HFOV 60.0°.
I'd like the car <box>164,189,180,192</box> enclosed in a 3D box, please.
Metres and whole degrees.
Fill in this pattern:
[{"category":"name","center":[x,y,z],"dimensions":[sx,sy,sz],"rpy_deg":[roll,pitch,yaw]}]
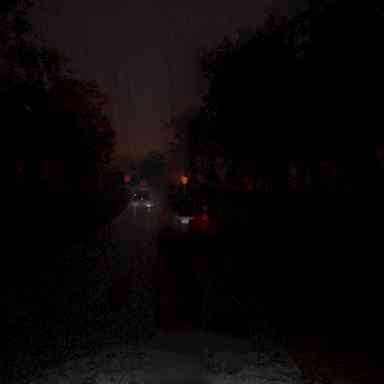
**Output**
[{"category":"car","center":[-1.948,0.419,32.399],"dimensions":[1.882,1.535,5.008],"rpy_deg":[0,3,-7]}]

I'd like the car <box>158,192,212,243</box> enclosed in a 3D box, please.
[{"category":"car","center":[-0.373,1.069,14.650],"dimensions":[2.097,1.767,4.553],"rpy_deg":[0,2,-3]}]

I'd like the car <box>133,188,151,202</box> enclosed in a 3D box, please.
[{"category":"car","center":[-5.432,0.271,36.402],"dimensions":[1.895,1.301,4.718],"rpy_deg":[1,3,-8]}]
